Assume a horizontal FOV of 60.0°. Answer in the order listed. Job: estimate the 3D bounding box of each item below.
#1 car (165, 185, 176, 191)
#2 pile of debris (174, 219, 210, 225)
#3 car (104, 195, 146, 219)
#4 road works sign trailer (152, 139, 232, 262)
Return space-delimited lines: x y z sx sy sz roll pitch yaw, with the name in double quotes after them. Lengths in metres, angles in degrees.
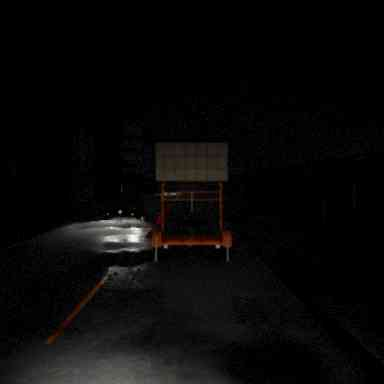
-4.057 -0.499 62.348 1.812 1.442 4.674 0 2 1 "car"
-0.006 1.589 17.658 1.860 0.140 1.500 0 2 0 "pile of debris"
-4.100 0.881 20.960 1.994 1.385 4.181 0 2 0 "car"
-0.004 0.115 10.607 2.380 3.560 2.880 0 2 0 "road works sign trailer"
